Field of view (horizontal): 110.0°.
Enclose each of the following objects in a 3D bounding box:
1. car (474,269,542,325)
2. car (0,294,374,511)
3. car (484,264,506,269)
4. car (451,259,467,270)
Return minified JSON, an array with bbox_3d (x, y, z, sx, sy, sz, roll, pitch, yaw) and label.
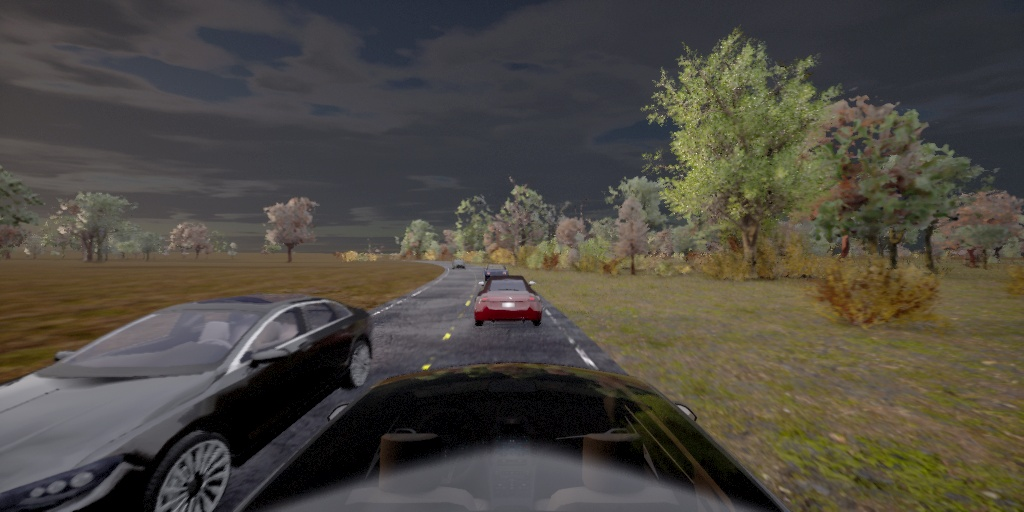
[{"bbox_3d":[-0.172,1.314,11.851,1.994,1.385,4.181,0,0,-2],"label":"car"},{"bbox_3d":[-3.171,1.246,4.024,2.128,1.511,4.902,0,0,-1],"label":"car"},{"bbox_3d":[-1.398,1.352,29.717,1.895,1.301,4.718,0,0,-6],"label":"car"},{"bbox_3d":[-7.886,1.260,53.227,1.837,1.490,4.892,0,0,-10],"label":"car"}]
